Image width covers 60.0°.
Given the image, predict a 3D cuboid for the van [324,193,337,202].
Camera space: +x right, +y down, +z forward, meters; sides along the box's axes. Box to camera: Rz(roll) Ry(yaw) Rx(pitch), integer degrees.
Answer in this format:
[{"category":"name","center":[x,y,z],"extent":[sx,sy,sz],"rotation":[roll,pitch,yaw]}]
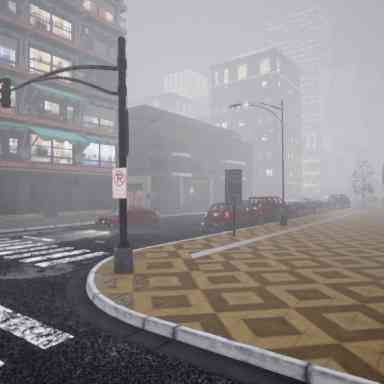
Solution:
[{"category":"van","center":[29.297,1.229,70.443],"extent":[1.690,1.788,3.998],"rotation":[-1,0,36]}]

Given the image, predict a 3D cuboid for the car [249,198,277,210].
[{"category":"car","center":[9.322,1.489,43.267],"extent":[1.752,1.417,4.829],"rotation":[-1,0,36]}]

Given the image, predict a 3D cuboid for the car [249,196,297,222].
[{"category":"car","center":[5.831,1.216,25.219],"extent":[2.192,1.841,5.009],"rotation":[-1,0,36]}]

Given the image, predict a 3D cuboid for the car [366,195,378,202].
[{"category":"car","center":[35.648,1.334,65.775],"extent":[1.887,1.381,4.507],"rotation":[-1,0,36]}]

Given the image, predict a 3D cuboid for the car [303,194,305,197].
[{"category":"car","center":[16.289,1.455,48.417],"extent":[1.812,1.442,4.674],"rotation":[-1,0,36]}]

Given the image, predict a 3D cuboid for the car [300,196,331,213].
[{"category":"car","center":[12.458,1.421,34.231],"extent":[1.887,1.381,4.507],"rotation":[-1,0,36]}]

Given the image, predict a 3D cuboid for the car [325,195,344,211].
[{"category":"car","center":[15.771,1.415,38.737],"extent":[2.008,1.369,4.403],"rotation":[-1,0,36]}]

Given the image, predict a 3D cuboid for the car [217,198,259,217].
[{"category":"car","center":[4.609,1.435,32.694],"extent":[1.882,1.535,5.008],"rotation":[-1,0,36]}]

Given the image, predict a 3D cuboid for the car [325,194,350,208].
[{"category":"car","center":[19.082,1.168,43.244],"extent":[2.192,1.841,5.009],"rotation":[-1,0,36]}]

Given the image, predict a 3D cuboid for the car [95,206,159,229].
[{"category":"car","center":[-3.990,1.551,21.001],"extent":[1.994,1.385,4.181],"rotation":[-1,0,36]}]

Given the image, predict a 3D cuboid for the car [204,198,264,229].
[{"category":"car","center":[2.519,1.353,20.712],"extent":[1.967,1.590,4.097],"rotation":[-1,0,36]}]

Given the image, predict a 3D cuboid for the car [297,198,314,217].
[{"category":"car","center":[9.146,1.471,29.724],"extent":[1.802,1.307,4.206],"rotation":[-1,0,36]}]

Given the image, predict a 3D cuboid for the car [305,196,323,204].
[{"category":"car","center":[22.573,1.440,61.293],"extent":[1.752,1.417,4.829],"rotation":[-1,0,36]}]
